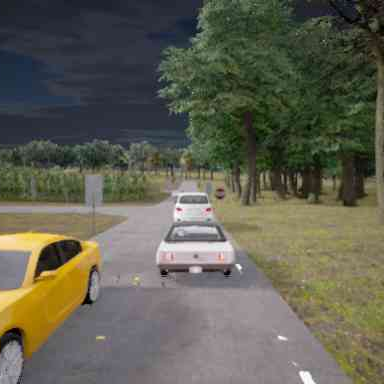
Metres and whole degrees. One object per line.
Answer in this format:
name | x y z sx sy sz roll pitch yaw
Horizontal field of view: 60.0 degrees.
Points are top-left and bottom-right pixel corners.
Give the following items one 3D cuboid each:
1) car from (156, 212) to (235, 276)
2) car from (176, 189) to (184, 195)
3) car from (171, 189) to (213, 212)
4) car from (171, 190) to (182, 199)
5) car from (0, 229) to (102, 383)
car | 0.089 1.522 10.023 1.895 1.301 4.718 0 0 0
car | -2.836 -0.028 78.816 1.812 1.442 4.674 0 2 0
car | 0.054 1.046 20.019 2.150 2.045 5.566 0 1 -1
car | -2.848 0.501 62.820 1.812 1.442 4.674 0 2 0
car | -2.852 1.441 5.116 1.882 1.535 5.008 0 0 0
